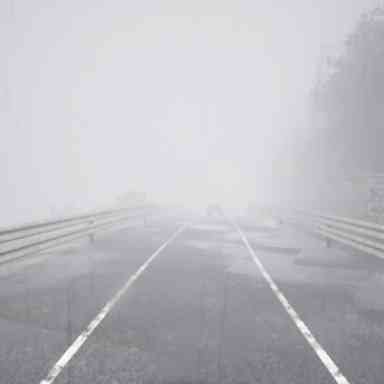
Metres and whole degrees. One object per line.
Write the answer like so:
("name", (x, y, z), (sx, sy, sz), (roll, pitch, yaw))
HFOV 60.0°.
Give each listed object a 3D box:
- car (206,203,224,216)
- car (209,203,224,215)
("car", (2.786, 2.166, 40.957), (2.128, 1.511, 4.902), (0, -3, 5))
("car", (3.880, 2.676, 51.790), (2.097, 1.767, 4.553), (0, -4, 7))
